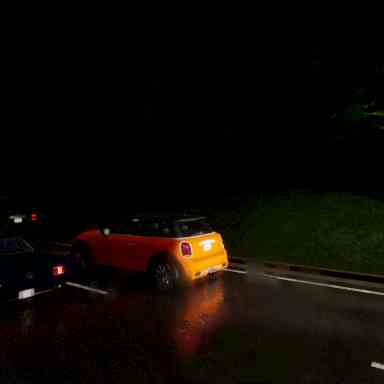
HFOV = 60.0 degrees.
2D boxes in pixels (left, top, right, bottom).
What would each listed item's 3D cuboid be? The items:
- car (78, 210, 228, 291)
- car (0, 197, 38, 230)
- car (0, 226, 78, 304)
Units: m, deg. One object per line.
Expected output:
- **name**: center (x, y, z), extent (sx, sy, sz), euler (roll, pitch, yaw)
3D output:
- **car**: center (-1.355, 1.352, 9.263), extent (4.553, 1.767, 2.097), euler (0, 0, 36)
- **car**: center (-9.102, 1.222, 14.788), extent (5.566, 2.045, 2.150), euler (0, 0, 36)
- **car**: center (-4.881, 1.601, 7.476), extent (4.718, 1.301, 1.895), euler (0, 0, 35)
